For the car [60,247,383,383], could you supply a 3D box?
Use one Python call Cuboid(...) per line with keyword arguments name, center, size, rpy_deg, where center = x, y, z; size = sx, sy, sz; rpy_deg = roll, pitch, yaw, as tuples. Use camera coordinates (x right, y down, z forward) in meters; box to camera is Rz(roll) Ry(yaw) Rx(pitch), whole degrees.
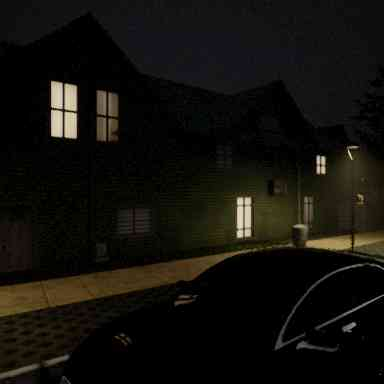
Cuboid(name="car", center=(1.029, 1.505, 3.920), size=(4.892, 1.490, 1.837), rpy_deg=(0, 0, -37))
